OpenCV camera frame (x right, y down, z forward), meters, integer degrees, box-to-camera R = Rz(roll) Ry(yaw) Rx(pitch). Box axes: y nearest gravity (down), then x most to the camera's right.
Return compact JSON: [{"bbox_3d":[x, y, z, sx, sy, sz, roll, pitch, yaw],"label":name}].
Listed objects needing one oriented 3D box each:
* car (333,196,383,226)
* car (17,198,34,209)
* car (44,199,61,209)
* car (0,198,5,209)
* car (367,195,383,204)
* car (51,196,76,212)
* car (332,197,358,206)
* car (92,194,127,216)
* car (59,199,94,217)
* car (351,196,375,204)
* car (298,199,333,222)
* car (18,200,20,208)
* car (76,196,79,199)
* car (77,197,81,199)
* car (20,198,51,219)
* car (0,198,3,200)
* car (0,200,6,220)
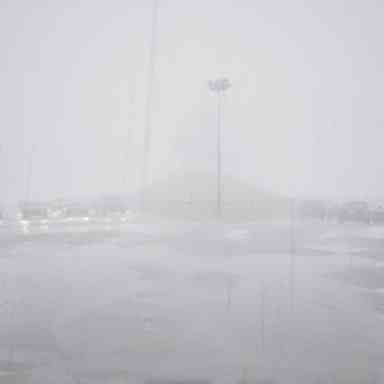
[{"bbox_3d":[12.294,1.361,23.815,4.553,1.767,2.097,0,0,-44],"label":"car"},{"bbox_3d":[-24.936,1.644,49.695,2.033,1.411,5.357,0,0,-28],"label":"car"},{"bbox_3d":[-20.624,1.690,49.107,1.895,1.301,4.718,0,0,-28],"label":"car"},{"bbox_3d":[-27.434,1.623,46.951,1.812,1.442,4.674,0,0,-29],"label":"car"},{"bbox_3d":[36.972,1.425,65.434,1.882,1.535,5.008,0,0,-7],"label":"car"},{"bbox_3d":[-15.800,1.424,40.280,2.097,1.767,4.553,0,0,-29],"label":"car"},{"bbox_3d":[26.733,1.575,58.311,2.033,1.411,5.357,0,0,0],"label":"car"},{"bbox_3d":[-8.453,1.275,34.191,2.150,2.045,5.566,0,0,-28],"label":"car"},{"bbox_3d":[-11.079,1.619,31.674,1.994,1.385,4.181,0,0,-29],"label":"car"},{"bbox_3d":[33.484,1.556,65.136,1.895,1.301,4.718,0,0,-7],"label":"car"},{"bbox_3d":[10.529,1.368,27.011,2.097,1.767,4.553,0,0,45],"label":"car"},{"bbox_3d":[-19.331,1.677,39.429,1.895,1.301,4.718,0,0,-29],"label":"car"},{"bbox_3d":[-18.196,1.441,51.960,2.097,1.767,4.553,0,0,-28],"label":"car"},{"bbox_3d":[-13.218,1.635,42.873,1.994,1.385,4.181,0,0,-28],"label":"car"},{"bbox_3d":[-14.480,1.536,30.590,1.882,1.535,5.008,0,0,-29],"label":"car"},{"bbox_3d":[-22.061,1.642,37.100,1.994,1.385,4.181,0,0,-30],"label":"car"},{"bbox_3d":[-17.251,1.624,28.358,1.994,1.385,4.181,0,0,-29],"label":"car"}]
